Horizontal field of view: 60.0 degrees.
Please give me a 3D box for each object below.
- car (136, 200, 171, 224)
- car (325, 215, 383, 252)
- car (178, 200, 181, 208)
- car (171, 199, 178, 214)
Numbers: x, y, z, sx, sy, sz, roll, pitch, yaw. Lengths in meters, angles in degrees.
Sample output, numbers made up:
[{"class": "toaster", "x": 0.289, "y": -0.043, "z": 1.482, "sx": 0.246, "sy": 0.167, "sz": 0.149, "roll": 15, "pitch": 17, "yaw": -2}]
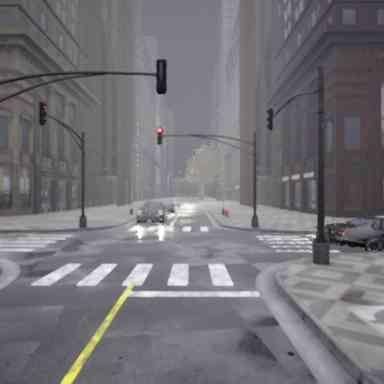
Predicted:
[{"class": "car", "x": -3.061, "y": 1.508, "z": 26.177, "sx": 2.097, "sy": 1.767, "sz": 4.553, "roll": 0, "pitch": 0, "yaw": 0}, {"class": "car", "x": 8.163, "y": 1.651, "z": 13.504, "sx": 5.357, "sy": 1.411, "sz": 2.033, "roll": 0, "pitch": 0, "yaw": -3}, {"class": "car", "x": -2.948, "y": 1.878, "z": 55.579, "sx": 1.812, "sy": 1.442, "sz": 4.674, "roll": 0, "pitch": 0, "yaw": 1}, {"class": "car", "x": -3.031, "y": 1.767, "z": 39.784, "sx": 1.812, "sy": 1.442, "sz": 4.674, "roll": 0, "pitch": 0, "yaw": 0}]
